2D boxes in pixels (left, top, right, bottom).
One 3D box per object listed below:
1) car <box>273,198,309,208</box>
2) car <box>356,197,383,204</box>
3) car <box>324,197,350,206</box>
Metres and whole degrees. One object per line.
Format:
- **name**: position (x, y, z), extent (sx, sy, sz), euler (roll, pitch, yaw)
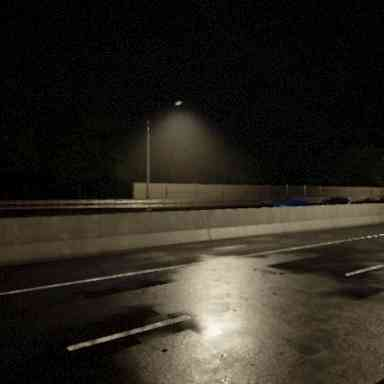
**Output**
- **car**: position (11.283, 1.473, 37.832), extent (5.008, 1.535, 1.882), euler (0, 0, -35)
- **car**: position (25.708, 1.594, 48.111), extent (4.718, 1.301, 1.895), euler (0, 0, -35)
- **car**: position (21.593, 1.500, 49.469), extent (4.892, 1.490, 1.837), euler (1, 0, -35)
